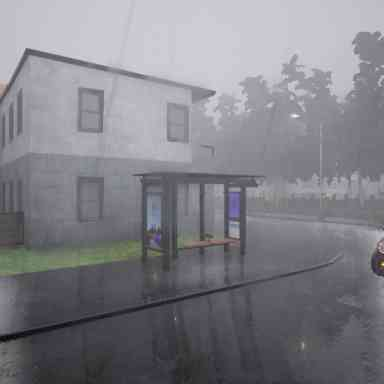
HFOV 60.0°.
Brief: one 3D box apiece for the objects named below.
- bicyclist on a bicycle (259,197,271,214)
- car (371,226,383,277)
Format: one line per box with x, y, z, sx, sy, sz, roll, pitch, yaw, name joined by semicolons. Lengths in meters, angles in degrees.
7.096;1.349;32.407;1.656;1.620;0.582;0;0;-35;bicyclist on a bicycle
6.646;1.352;9.345;2.097;1.767;4.553;-1;0;38;car
